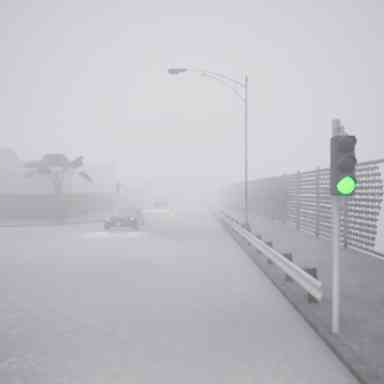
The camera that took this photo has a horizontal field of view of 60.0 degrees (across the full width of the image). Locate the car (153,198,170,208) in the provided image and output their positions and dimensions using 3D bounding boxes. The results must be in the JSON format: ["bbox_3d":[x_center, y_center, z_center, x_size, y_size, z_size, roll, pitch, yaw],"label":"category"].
[{"bbox_3d":[-4.046,1.450,44.345,1.895,1.301,4.718,0,0,0],"label":"car"}]

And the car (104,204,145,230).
[{"bbox_3d":[-4.020,1.470,20.496,1.812,1.442,4.674,0,0,0],"label":"car"}]
